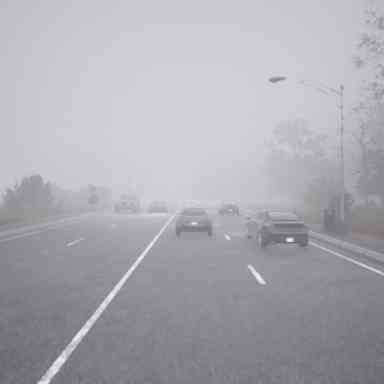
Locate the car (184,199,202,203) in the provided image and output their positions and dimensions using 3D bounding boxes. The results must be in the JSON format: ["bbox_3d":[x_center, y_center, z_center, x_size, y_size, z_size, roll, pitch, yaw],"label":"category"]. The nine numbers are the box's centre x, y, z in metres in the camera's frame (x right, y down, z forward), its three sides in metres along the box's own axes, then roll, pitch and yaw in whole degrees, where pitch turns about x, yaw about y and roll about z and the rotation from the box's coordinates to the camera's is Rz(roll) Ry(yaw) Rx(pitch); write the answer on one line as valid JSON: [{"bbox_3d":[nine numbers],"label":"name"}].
[{"bbox_3d":[0.123,1.532,36.563,1.812,1.442,4.674,0,0,0],"label":"car"}]

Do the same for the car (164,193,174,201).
[{"bbox_3d":[-5.457,1.141,78.209,2.097,1.767,4.553,0,0,-7],"label":"car"}]

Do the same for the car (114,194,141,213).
[{"bbox_3d":[-7.087,1.227,37.305,2.150,2.045,5.566,0,0,0],"label":"car"}]

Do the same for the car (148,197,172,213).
[{"bbox_3d":[-3.588,1.570,36.399,1.994,1.385,4.181,0,0,0],"label":"car"}]

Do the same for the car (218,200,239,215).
[{"bbox_3d":[3.608,1.532,33.340,1.812,1.442,4.674,0,0,0],"label":"car"}]

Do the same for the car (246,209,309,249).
[{"bbox_3d":[3.603,1.508,14.649,1.837,1.490,4.892,0,0,0],"label":"car"}]

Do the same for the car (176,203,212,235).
[{"bbox_3d":[0.105,1.567,18.969,1.994,1.385,4.181,0,0,0],"label":"car"}]
